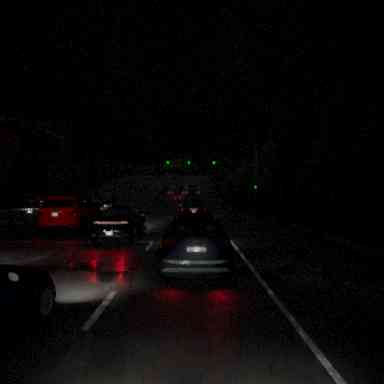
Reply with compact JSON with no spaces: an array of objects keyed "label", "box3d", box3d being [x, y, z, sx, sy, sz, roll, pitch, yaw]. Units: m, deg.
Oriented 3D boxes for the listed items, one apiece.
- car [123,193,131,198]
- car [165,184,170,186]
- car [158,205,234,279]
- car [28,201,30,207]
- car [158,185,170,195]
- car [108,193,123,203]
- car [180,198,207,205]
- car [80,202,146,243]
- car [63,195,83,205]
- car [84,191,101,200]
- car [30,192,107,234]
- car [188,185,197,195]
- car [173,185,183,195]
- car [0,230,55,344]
[{"label":"car","box3d":[-13.939,0.849,69.313,2.033,1.411,5.357,0,3,0]},{"label":"car","box3d":[-6.819,-1.397,89.297,1.895,1.301,4.718,0,7,0]},{"label":"car","box3d":[0.105,1.418,10.077,2.033,1.649,4.856,0,0,0]},{"label":"car","box3d":[-21.124,1.297,46.992,2.097,1.767,4.553,0,0,2]},{"label":"car","box3d":[-6.882,-0.055,78.832,2.033,1.411,5.357,0,7,0]},{"label":"car","box3d":[-14.010,1.381,58.233,1.812,1.442,4.674,0,1,0]},{"label":"car","box3d":[0.110,1.323,25.015,2.097,1.767,4.553,0,0,0]},{"label":"car","box3d":[-3.395,1.473,16.047,2.128,1.511,4.902,0,0,0]},{"label":"car","box3d":[-20.993,1.358,59.004,1.812,1.442,4.674,0,1,0]},{"label":"car","box3d":[-20.934,0.729,70.210,1.882,1.535,5.008,0,4,0]},{"label":"car","box3d":[-6.886,1.201,19.368,2.150,2.045,5.566,0,0,0]},{"label":"car","box3d":[0.123,-0.127,79.619,1.994,1.385,4.181,0,7,0]},{"label":"car","box3d":[-3.379,-0.113,79.222,1.812,1.442,4.674,0,7,0]},{"label":"car","box3d":[-3.399,1.521,4.151,1.812,1.442,4.674,0,0,0]}]
